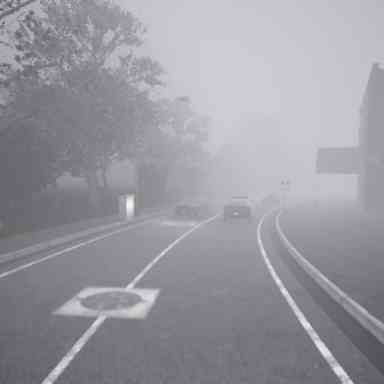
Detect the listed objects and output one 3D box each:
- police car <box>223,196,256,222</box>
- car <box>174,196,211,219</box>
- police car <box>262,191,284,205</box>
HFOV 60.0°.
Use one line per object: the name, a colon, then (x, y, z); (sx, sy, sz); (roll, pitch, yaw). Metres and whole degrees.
police car: (3.479, 1.130, 23.799); (1.930, 1.638, 5.238); (1, 2, 15)
car: (0.107, 1.063, 25.411); (1.882, 1.535, 5.008); (2, 2, 16)
police car: (10.143, 0.705, 41.092); (2.038, 1.542, 4.974); (3, 3, 26)
